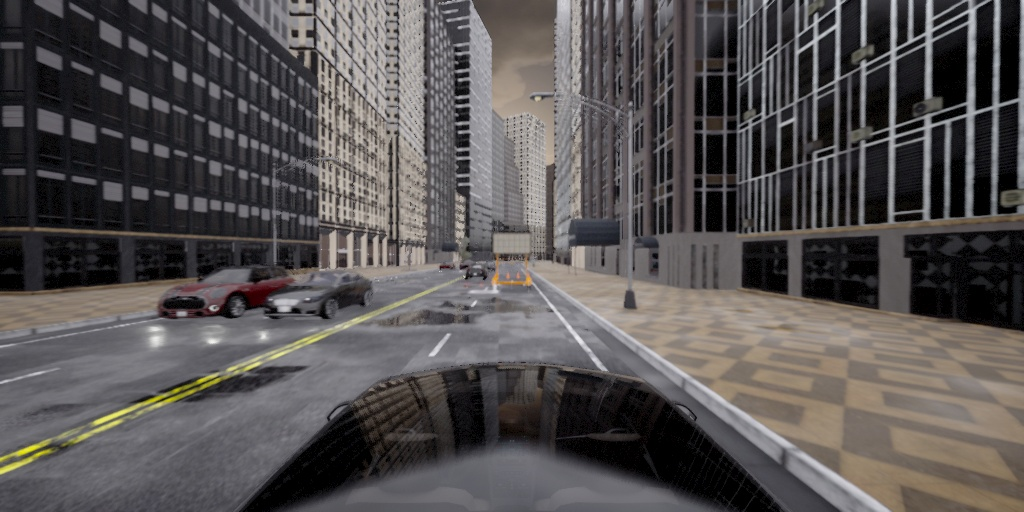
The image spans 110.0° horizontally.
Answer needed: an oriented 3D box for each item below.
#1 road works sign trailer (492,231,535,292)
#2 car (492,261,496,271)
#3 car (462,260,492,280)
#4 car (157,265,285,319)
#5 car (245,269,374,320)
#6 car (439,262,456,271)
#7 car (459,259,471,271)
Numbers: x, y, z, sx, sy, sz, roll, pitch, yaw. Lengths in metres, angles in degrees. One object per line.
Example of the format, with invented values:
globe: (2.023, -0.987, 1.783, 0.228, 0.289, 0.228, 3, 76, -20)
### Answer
road works sign trailer: (0.002, 0.290, 21.966, 2.380, 3.560, 2.880, 0, 0, 1)
car: (-3.159, 1.488, 52.743, 2.033, 1.411, 5.357, 0, 0, 0)
car: (-3.156, 1.392, 32.977, 1.812, 1.442, 4.674, 0, 0, 0)
car: (-9.850, 1.144, 12.939, 2.097, 1.767, 4.553, 0, 0, 0)
car: (-6.601, 1.283, 12.856, 2.128, 1.511, 4.902, 0, 0, 0)
car: (-9.821, 1.548, 54.657, 1.895, 1.301, 4.718, 0, 0, 0)
car: (-6.574, 1.296, 53.487, 2.097, 1.767, 4.553, 0, 0, 0)
